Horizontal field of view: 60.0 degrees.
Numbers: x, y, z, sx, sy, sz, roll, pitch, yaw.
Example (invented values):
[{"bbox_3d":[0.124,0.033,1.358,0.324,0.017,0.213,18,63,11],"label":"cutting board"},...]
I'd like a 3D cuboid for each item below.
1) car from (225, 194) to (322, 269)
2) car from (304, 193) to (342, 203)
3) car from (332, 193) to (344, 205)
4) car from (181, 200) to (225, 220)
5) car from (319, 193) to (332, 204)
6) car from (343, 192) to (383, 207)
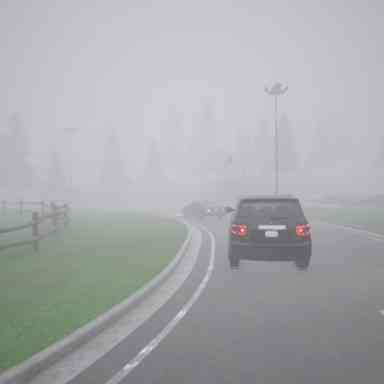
[{"bbox_3d":[2.282,1.088,10.788,2.150,2.045,5.566,-1,1,7],"label":"car"},{"bbox_3d":[18.569,0.841,47.422,4.674,1.442,1.812,-1,1,3],"label":"car"},{"bbox_3d":[20.408,0.913,40.350,5.357,1.411,2.033,-1,1,2],"label":"car"},{"bbox_3d":[0.809,1.284,25.373,2.033,1.411,5.357,-1,1,-20],"label":"car"},{"bbox_3d":[19.278,0.821,43.893,5.008,1.535,1.882,-1,1,2],"label":"car"},{"bbox_3d":[19.792,0.934,36.872,4.674,1.442,1.812,-1,1,3],"label":"car"}]
